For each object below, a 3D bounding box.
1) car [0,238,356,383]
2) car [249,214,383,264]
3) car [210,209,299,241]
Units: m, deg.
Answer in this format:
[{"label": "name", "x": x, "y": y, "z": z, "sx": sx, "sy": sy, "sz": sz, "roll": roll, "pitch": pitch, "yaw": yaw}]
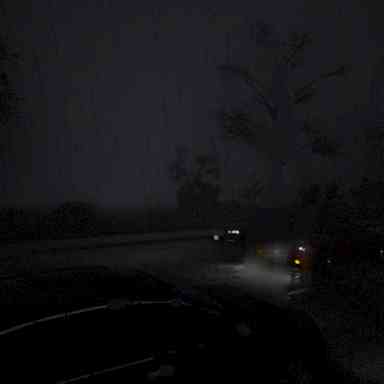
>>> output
[{"label": "car", "x": -0.746, "y": 1.497, "z": 3.052, "sx": 4.892, "sy": 1.490, "sz": 1.837, "roll": 0, "pitch": 0, "yaw": -35}, {"label": "car", "x": 4.164, "y": 1.561, "z": 10.532, "sx": 4.181, "sy": 1.385, "sz": 1.994, "roll": 0, "pitch": 0, "yaw": -30}, {"label": "car", "x": 3.048, "y": 1.480, "z": 13.924, "sx": 4.902, "sy": 1.511, "sz": 2.128, "roll": 0, "pitch": 0, "yaw": -30}]
